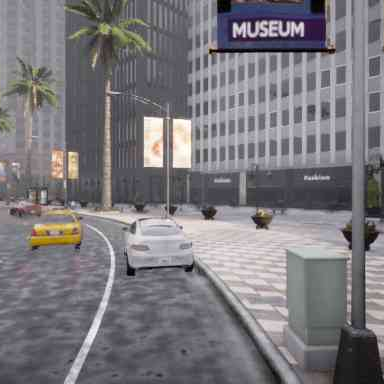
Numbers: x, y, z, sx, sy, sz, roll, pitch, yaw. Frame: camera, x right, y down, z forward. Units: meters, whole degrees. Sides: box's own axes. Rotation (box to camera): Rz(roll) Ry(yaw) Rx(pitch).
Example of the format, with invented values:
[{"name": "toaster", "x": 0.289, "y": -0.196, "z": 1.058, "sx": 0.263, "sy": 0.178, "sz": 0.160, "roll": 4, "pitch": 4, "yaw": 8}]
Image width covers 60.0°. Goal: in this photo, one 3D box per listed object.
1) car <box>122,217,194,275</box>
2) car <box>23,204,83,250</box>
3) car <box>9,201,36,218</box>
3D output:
[{"name": "car", "x": -1.175, "y": 1.524, "z": 10.451, "sx": 1.812, "sy": 1.442, "sz": 4.674, "roll": 0, "pitch": 0, "yaw": -13}, {"name": "car", "x": -5.724, "y": 1.451, "z": 14.360, "sx": 1.801, "sy": 1.575, "sz": 5.366, "roll": 0, "pitch": 0, "yaw": -18}, {"name": "car", "x": -15.075, "y": 1.510, "z": 30.102, "sx": 1.812, "sy": 1.442, "sz": 4.674, "roll": 0, "pitch": 0, "yaw": -40}]
